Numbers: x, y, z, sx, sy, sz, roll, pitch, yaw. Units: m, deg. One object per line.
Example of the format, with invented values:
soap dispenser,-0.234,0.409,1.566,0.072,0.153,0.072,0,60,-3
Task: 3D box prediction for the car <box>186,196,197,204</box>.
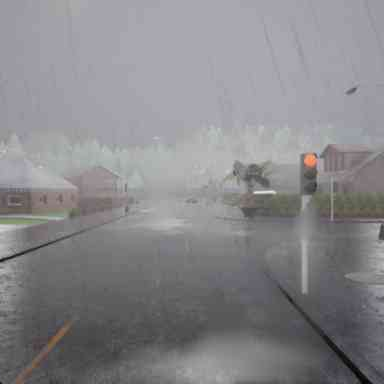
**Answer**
car,-0.105,1.474,61.315,1.837,1.490,4.892,0,0,0
